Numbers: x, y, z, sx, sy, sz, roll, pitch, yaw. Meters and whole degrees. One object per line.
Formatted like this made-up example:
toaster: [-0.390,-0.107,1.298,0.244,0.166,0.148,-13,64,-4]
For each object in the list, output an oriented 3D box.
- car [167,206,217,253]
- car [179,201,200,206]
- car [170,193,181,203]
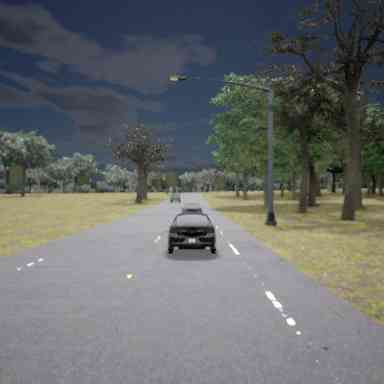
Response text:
car: [0.008,1.615,14.478,1.882,1.535,5.008,0,0,0]
car: [0.010,1.741,29.308,1.837,1.490,4.892,0,0,0]
car: [-3.484,1.276,71.011,2.150,2.045,5.566,0,1,0]
